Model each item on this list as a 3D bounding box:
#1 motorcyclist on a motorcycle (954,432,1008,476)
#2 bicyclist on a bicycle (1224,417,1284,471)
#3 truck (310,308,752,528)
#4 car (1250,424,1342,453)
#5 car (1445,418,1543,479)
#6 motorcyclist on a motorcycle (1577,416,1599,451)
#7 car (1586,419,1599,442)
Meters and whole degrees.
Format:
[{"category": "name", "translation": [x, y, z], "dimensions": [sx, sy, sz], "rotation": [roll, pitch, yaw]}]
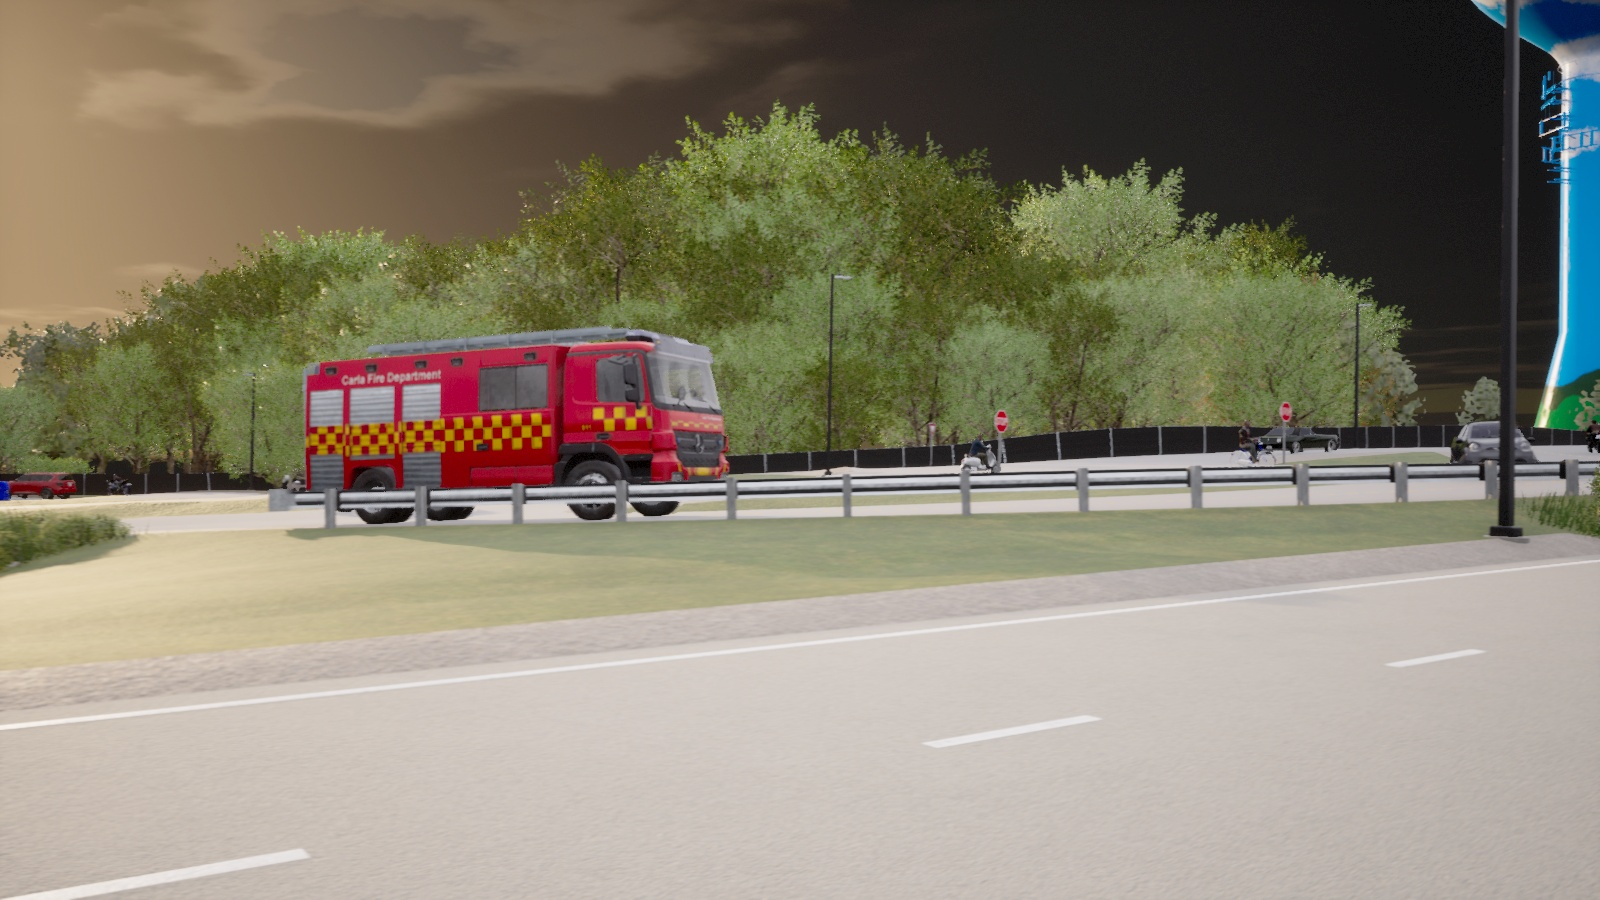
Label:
[{"category": "motorcyclist on a motorcycle", "translation": [6.985, 0.145, 48.419], "dimensions": [1.817, 1.590, 0.866], "rotation": [-3, 3, -21]}, {"category": "bicyclist on a bicycle", "translation": [15.460, -0.184, 42.774], "dimensions": [0.659, 1.776, 1.843], "rotation": [-2, 0, -34]}, {"category": "truck", "translation": [-5.483, -0.462, 25.424], "dimensions": [8.468, 3.827, 2.891], "rotation": [-2, -2, 21]}, {"category": "car", "translation": [24.430, -0.578, 61.792], "dimensions": [4.718, 1.301, 1.895], "rotation": [-2, 1, -35]}, {"category": "car", "translation": [18.477, -0.071, 33.557], "dimensions": [1.845, 1.501, 3.633], "rotation": [-1, 1, 22]}, {"category": "motorcyclist on a motorcycle", "translation": [35.248, -0.742, 55.752], "dimensions": [0.797, 1.523, 2.044], "rotation": [0, 1, 19]}, {"category": "car", "translation": [52.306, -1.266, 80.514], "dimensions": [3.806, 1.475, 1.970], "rotation": [-1, 0, -35]}]
